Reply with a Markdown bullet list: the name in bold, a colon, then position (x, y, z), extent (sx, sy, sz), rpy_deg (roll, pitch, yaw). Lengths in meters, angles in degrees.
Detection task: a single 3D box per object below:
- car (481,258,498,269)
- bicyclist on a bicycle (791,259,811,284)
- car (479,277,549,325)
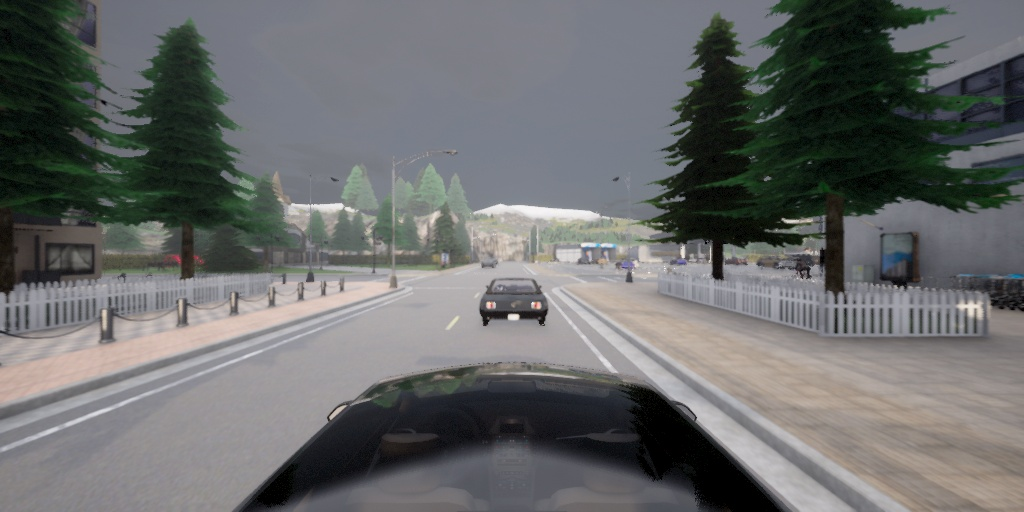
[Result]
- **car**: position (-3.591, 1.134, 54.052), extent (1.882, 1.535, 5.008), rpy_deg (0, 0, 0)
- **bicyclist on a bicycle**: position (18.858, 0.997, 23.389), extent (0.582, 1.620, 1.656), rpy_deg (0, 0, 1)
- **car**: position (0.058, 1.333, 11.716), extent (1.895, 1.301, 4.718), rpy_deg (0, 0, 0)
